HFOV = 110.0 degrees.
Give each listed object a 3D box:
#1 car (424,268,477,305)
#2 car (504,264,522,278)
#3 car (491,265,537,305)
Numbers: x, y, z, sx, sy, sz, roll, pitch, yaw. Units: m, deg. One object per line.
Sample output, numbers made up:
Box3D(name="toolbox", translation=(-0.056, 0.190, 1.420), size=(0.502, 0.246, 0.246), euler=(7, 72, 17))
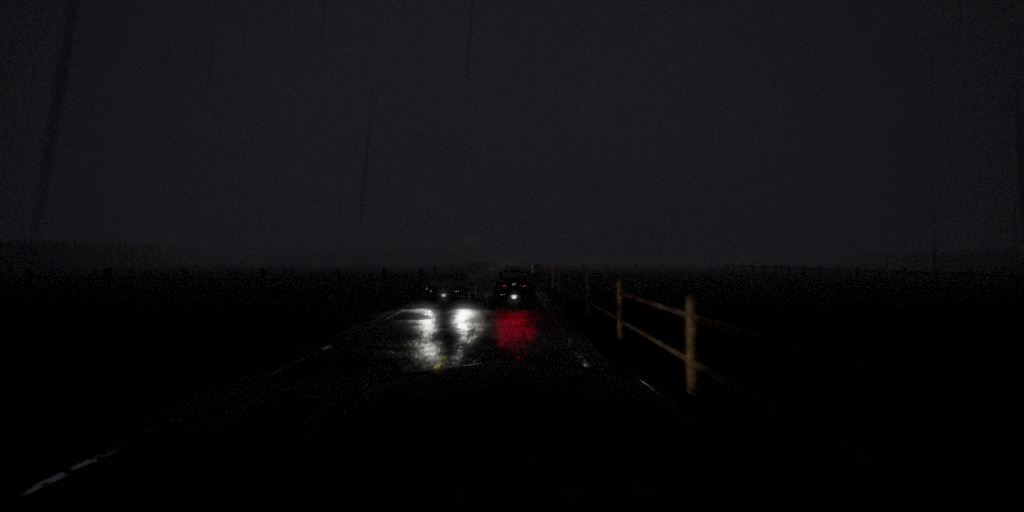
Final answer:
Box3D(name="car", translation=(-2.745, 1.354, 16.820), size=(1.837, 1.490, 4.892), euler=(0, 0, 0))
Box3D(name="car", translation=(0.114, 1.591, 39.070), size=(1.895, 1.301, 4.718), euler=(0, 0, 0))
Box3D(name="car", translation=(0.099, 1.355, 16.634), size=(1.837, 1.490, 4.892), euler=(0, 0, 0))
